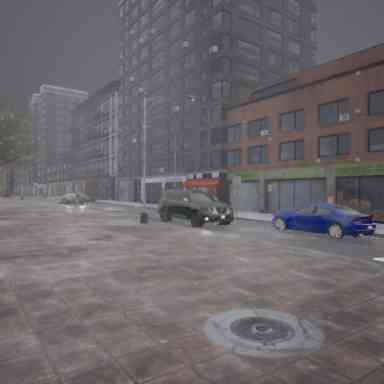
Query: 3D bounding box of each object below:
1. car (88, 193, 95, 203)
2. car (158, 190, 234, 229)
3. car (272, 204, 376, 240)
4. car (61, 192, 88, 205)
[{"bbox_3d":[-14.997,0.796,46.228,2.128,1.511,4.902,1,0,-35],"label":"car"},{"bbox_3d":[0.057,0.919,19.862,2.150,2.045,5.566,1,1,-35],"label":"car"},{"bbox_3d":[6.213,1.317,16.266,1.882,1.535,5.008,1,1,-35],"label":"car"},{"bbox_3d":[-14.781,0.845,40.922,1.812,1.442,4.674,1,0,-35],"label":"car"}]
